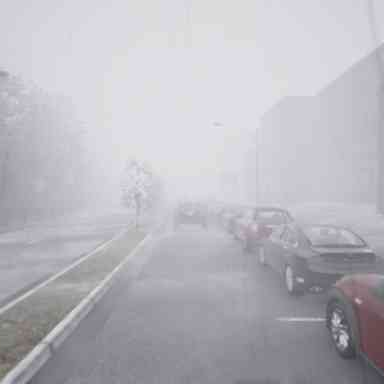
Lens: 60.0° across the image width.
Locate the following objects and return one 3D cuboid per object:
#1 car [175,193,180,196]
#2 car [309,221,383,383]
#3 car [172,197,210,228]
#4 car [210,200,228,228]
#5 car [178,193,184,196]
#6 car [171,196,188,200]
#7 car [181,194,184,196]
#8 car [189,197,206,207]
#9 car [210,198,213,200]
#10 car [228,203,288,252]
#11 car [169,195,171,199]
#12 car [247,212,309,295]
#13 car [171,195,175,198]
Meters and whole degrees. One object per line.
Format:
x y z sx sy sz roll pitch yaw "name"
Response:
-2.052 1.607 75.546 1.946 1.575 5.366 0 0 -9 "car"
3.049 1.368 3.177 2.185 1.767 4.553 0 0 0 "car"
-0.154 1.421 22.809 2.097 1.767 4.553 0 0 -2 "car"
2.754 1.590 25.579 2.163 1.488 4.792 0 0 -2 "car"
-1.203 1.613 70.046 1.946 1.575 5.366 0 0 -8 "car"
-1.128 1.597 41.364 2.128 1.511 4.902 0 0 -4 "car"
-0.428 1.617 64.345 2.097 1.535 5.008 0 0 -7 "car"
0.832 1.610 53.286 2.231 1.521 4.892 0 0 -5 "car"
2.511 1.614 31.102 2.002 1.452 4.674 0 0 -3 "car"
3.048 1.404 14.276 2.185 1.767 4.553 1 0 0 "car"
-4.006 1.582 86.329 2.231 1.521 4.892 0 0 -11 "car"
3.049 1.513 8.748 2.231 1.521 4.892 0 0 0 "car"
-2.978 1.347 80.876 2.435 2.045 5.566 0 0 -10 "car"
